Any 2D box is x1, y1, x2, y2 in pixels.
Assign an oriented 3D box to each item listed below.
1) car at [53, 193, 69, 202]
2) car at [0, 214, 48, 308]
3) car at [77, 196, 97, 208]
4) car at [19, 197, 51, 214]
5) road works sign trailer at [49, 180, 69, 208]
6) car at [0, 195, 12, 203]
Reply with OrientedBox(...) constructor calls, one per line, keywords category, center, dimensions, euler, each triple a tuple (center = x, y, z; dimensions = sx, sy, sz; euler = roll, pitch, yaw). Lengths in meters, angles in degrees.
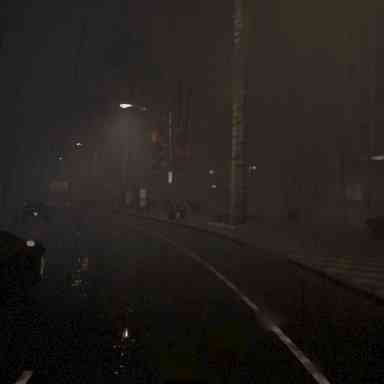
OrientedBox(category="car", center=(-26.877, 0.991, 68.857), dimensions=(2.185, 1.767, 4.553), euler=(-1, 0, -27))
OrientedBox(category="car", center=(-4.329, 1.453, 6.444), dimensions=(1.882, 1.535, 5.008), euler=(0, 0, -10))
OrientedBox(category="car", center=(-13.493, 1.237, 42.708), dimensions=(2.231, 1.521, 4.892), euler=(-1, 0, -27))
OrientedBox(category="car", center=(-12.747, 1.375, 26.957), dimensions=(1.837, 1.490, 4.892), euler=(0, 0, -27))
OrientedBox(category="road works sign trailer", center=(-17.456, 0.236, 43.655), dimensions=(2.380, 3.560, 2.880), euler=(-1, 0, -27))
OrientedBox(category="car", center=(-35.440, 1.215, 63.426), dimensions=(1.812, 1.442, 4.674), euler=(-1, 0, -27))
